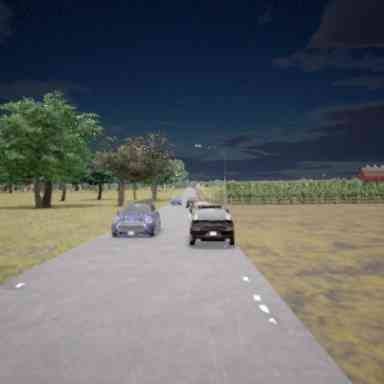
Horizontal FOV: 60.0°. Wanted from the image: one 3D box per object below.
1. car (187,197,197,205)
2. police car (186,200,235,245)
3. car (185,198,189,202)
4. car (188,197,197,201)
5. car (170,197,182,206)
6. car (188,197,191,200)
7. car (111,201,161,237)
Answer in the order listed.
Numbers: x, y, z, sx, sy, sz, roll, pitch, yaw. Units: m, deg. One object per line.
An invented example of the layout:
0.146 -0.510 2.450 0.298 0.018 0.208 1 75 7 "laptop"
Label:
0.010 1.792 66.236 2.033 1.411 5.357 0 0 0 "car"
0.827 1.406 15.470 1.930 1.638 5.238 0 0 0 "police car"
0.009 1.644 51.292 1.837 1.490 4.892 0 0 0 "car"
0.829 1.451 25.552 1.801 1.575 5.366 0 0 0 "car"
-2.787 1.671 58.849 1.882 1.535 5.008 0 0 1 "car"
0.830 1.493 31.366 1.882 1.535 5.008 0 0 0 "car"
-2.846 1.333 17.780 2.097 1.767 4.553 0 0 0 "car"
